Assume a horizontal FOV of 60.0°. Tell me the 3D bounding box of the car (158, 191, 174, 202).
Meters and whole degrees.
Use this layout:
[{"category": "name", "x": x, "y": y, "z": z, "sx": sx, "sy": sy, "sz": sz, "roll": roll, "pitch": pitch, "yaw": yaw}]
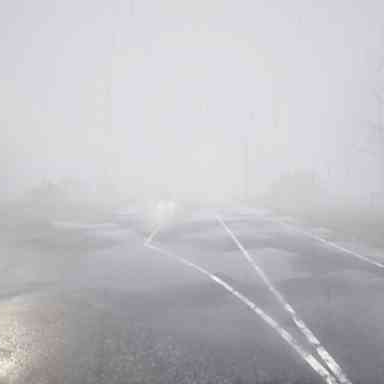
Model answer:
[{"category": "car", "x": -3.486, "y": 0.584, "z": 44.580, "sx": 1.895, "sy": 1.301, "sz": 4.718, "roll": 0, "pitch": 1, "yaw": 0}]
